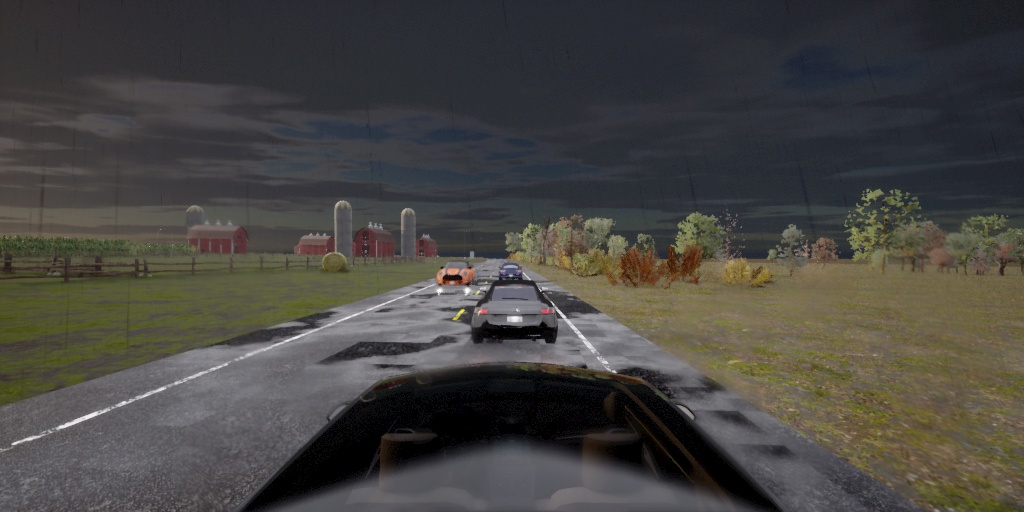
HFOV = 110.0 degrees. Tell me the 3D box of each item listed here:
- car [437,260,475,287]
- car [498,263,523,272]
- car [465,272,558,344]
[{"bbox_3d":[-3.765,1.100,24.650,2.097,1.767,4.553,0,0,-1],"label":"car"},{"bbox_3d":[-0.117,1.274,29.033,1.812,1.442,4.674,0,0,-1],"label":"car"},{"bbox_3d":[0.058,1.313,9.640,1.994,1.385,4.181,0,0,0],"label":"car"}]
